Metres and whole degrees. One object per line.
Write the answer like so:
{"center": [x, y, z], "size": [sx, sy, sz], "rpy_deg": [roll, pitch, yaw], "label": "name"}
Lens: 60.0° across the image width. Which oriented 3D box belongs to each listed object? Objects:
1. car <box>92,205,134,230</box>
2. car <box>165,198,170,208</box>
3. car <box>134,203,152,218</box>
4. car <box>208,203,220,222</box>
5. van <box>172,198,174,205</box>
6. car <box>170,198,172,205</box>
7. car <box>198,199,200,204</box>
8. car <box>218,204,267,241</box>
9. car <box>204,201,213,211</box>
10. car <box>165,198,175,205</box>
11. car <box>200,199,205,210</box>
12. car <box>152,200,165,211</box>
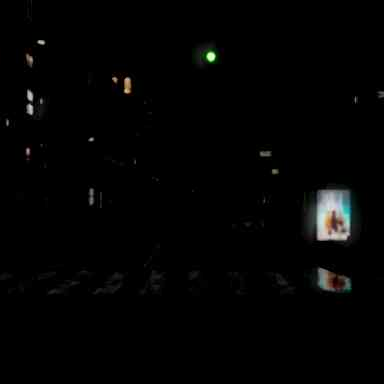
{"center": [-5.710, 1.828, 23.465], "size": [2.008, 1.369, 4.403], "rpy_deg": [-1, -1, 0], "label": "car"}
{"center": [-5.737, 2.209, 63.339], "size": [1.967, 1.590, 4.097], "rpy_deg": [-1, -1, 0], "label": "car"}
{"center": [-5.717, 1.965, 34.858], "size": [2.008, 1.369, 4.403], "rpy_deg": [-1, -1, 0], "label": "car"}
{"center": [2.667, 1.913, 29.179], "size": [1.802, 1.307, 4.206], "rpy_deg": [-1, -1, 0], "label": "car"}
{"center": [-5.748, 2.332, 80.430], "size": [1.690, 1.788, 3.998], "rpy_deg": [-1, -1, 0], "label": "van"}
{"center": [-5.739, 2.365, 68.865], "size": [1.752, 1.417, 4.829], "rpy_deg": [-1, -1, 0], "label": "car"}
{"center": [2.627, 2.710, 91.838], "size": [1.802, 1.307, 4.206], "rpy_deg": [-1, -1, 0], "label": "car"}
{"center": [2.673, 1.635, 17.788], "size": [1.967, 1.590, 4.097], "rpy_deg": [-1, -1, 0], "label": "car"}
{"center": [2.663, 1.951, 34.876], "size": [2.008, 1.369, 4.403], "rpy_deg": [-1, -1, 0], "label": "car"}
{"center": [-5.753, 2.381, 86.125], "size": [2.192, 1.841, 5.009], "rpy_deg": [-1, -1, 0], "label": "car"}
{"center": [2.652, 2.161, 51.965], "size": [2.008, 1.369, 4.403], "rpy_deg": [-1, -1, 0], "label": "car"}
{"center": [-5.728, 2.148, 51.777], "size": [1.752, 1.417, 4.829], "rpy_deg": [-1, -1, 0], "label": "car"}
